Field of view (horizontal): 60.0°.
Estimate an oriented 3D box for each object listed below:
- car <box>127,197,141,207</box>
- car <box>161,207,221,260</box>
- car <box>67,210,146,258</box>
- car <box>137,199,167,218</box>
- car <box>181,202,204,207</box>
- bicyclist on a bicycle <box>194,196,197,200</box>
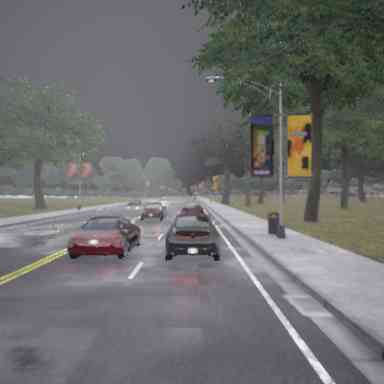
[{"bbox_3d":[-9.813,1.702,56.995,1.837,1.490,4.892,0,0,0],"label":"car"},{"bbox_3d":[0.045,1.548,12.624,1.837,1.490,4.892,0,0,1],"label":"car"},{"bbox_3d":[-3.202,1.608,12.891,1.994,1.385,4.181,0,0,1],"label":"car"},{"bbox_3d":[-3.201,1.620,28.275,1.812,1.442,4.674,0,0,0],"label":"car"},{"bbox_3d":[0.051,1.574,28.855,1.882,1.535,5.008,0,0,0],"label":"car"},{"bbox_3d":[0.883,1.785,93.045,0.866,1.612,1.509,0,0,0],"label":"bicyclist on a bicycle"}]
